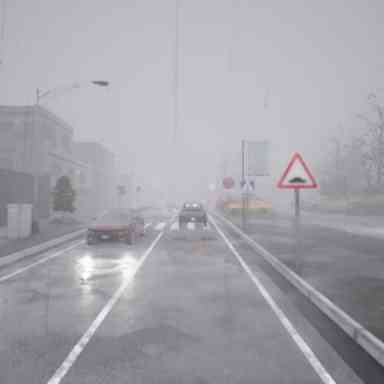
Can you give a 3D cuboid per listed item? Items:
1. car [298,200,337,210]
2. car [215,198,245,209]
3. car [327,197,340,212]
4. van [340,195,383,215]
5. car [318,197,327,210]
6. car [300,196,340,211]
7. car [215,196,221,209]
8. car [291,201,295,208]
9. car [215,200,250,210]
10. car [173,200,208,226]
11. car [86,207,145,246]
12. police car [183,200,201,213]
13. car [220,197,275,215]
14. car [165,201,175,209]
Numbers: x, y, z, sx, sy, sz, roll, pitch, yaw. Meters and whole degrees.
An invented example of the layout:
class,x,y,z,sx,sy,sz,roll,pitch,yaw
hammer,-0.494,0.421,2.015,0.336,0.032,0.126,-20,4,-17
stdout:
class,x,y,z,sx,sy,sz,roll,pitch,yaw
car,18.355,1.889,48.831,4.892,1.521,2.231,0,-2,-1
car,6.058,1.901,53.500,4.553,1.767,2.185,0,-2,-1
car,18.663,1.624,37.666,5.366,1.575,1.946,0,-1,-1
van,18.387,1.354,34.873,4.442,1.987,1.878,0,-1,-1
car,18.638,1.675,40.327,5.366,1.575,1.946,0,-1,-1
car,18.371,1.558,46.046,5.566,2.045,2.435,0,-2,-1
car,6.138,1.598,47.553,5.566,2.045,2.435,0,-1,-1
car,18.295,1.717,51.506,5.566,2.045,2.435,0,-2,-1
car,6.074,1.936,50.462,5.008,1.535,2.097,0,-2,-1
car,0.061,1.487,23.146,2.128,1.511,4.902,0,0,0
car,-3.371,1.473,15.436,1.882,1.535,5.008,0,0,0
police car,-0.005,1.744,41.771,2.038,1.542,4.974,0,-1,0
car,6.045,1.584,35.403,5.366,1.575,1.946,0,-1,-1
car,-3.473,2.274,57.578,1.837,1.490,4.892,0,-2,0
